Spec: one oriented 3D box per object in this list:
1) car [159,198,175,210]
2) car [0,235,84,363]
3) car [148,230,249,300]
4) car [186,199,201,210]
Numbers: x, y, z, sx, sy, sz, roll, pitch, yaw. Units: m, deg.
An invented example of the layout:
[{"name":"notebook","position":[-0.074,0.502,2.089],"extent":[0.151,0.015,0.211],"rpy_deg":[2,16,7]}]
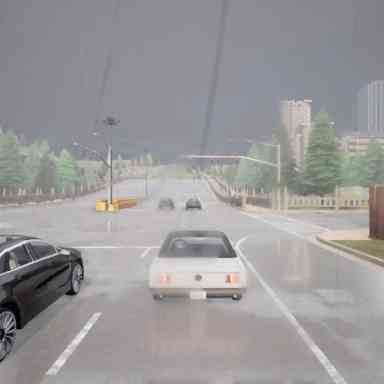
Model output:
[{"name":"car","position":[-3.304,1.505,43.760],"extent":[1.837,1.490,4.892],"rpy_deg":[0,0,0]},{"name":"car","position":[-3.387,1.492,5.777],"extent":[2.128,1.511,4.902],"rpy_deg":[0,0,0]},{"name":"car","position":[0.117,1.601,8.311],"extent":[1.895,1.301,4.718],"rpy_deg":[0,0,0]},{"name":"car","position":[0.198,1.564,43.931],"extent":[1.994,1.385,4.181],"rpy_deg":[0,0,0]}]
